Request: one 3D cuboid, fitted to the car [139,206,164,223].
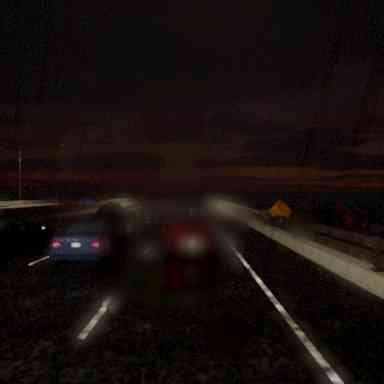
[{"bbox_3d":[-3.464,1.866,28.248,1.895,1.301,4.718,0,0,0],"label":"car"}]

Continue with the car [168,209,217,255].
[{"bbox_3d":[0.033,1.659,13.917,1.812,1.442,4.674,0,0,0],"label":"car"}]

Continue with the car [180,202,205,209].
[{"bbox_3d":[0.039,1.618,28.422,2.097,1.767,4.553,0,-1,0],"label":"car"}]

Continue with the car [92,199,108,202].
[{"bbox_3d":[-17.463,2.090,65.437,1.837,1.490,4.892,0,0,0],"label":"car"}]

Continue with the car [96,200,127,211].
[{"bbox_3d":[-6.954,1.752,29.268,1.882,1.535,5.008,0,0,1],"label":"car"}]

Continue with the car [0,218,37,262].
[{"bbox_3d":[-6.981,1.668,12.526,2.033,1.411,5.357,0,-1,0],"label":"car"}]

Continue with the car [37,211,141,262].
[{"bbox_3d":[-3.480,1.668,12.521,2.033,1.411,5.357,0,-1,0],"label":"car"}]

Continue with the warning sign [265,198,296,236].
[{"bbox_3d":[4.569,1.280,17.253,1.300,1.860,1.060,1,0,0],"label":"warning sign"}]

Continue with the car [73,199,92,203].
[{"bbox_3d":[-20.961,2.067,65.286,1.882,1.535,5.008,0,0,0],"label":"car"}]

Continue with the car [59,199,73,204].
[{"bbox_3d":[-24.460,2.141,65.248,1.994,1.385,4.181,0,0,0],"label":"car"}]
